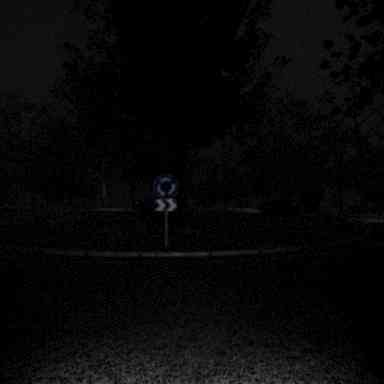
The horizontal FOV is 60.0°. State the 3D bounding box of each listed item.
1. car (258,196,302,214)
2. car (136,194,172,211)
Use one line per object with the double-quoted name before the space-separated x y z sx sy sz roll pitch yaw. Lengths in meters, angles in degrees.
"car" 9.396 1.346 35.800 4.553 1.767 2.097 0 0 45
"car" -3.900 1.214 39.976 5.566 2.045 2.150 0 -1 -4
